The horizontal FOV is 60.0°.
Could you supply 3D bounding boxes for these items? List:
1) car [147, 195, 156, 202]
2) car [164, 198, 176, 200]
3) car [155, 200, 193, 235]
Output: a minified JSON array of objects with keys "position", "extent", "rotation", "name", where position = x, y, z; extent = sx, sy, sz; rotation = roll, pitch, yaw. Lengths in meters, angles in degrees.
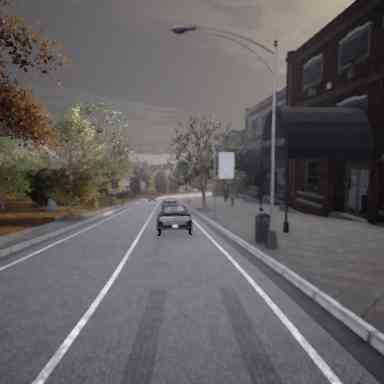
[{"position":[-9.132,1.481,76.008],"extent":[2.033,1.411,5.357],"rotation":[-1,0,-4],"name":"car"},{"position":[-2.608,1.480,39.189],"extent":[1.837,1.490,4.892],"rotation":[-1,0,-5],"name":"car"},{"position":[-1.016,1.471,18.842],"extent":[2.128,1.511,4.902],"rotation":[-1,0,-4],"name":"car"}]
